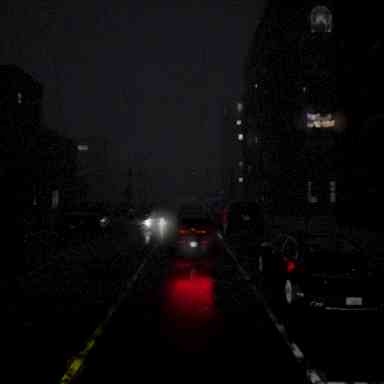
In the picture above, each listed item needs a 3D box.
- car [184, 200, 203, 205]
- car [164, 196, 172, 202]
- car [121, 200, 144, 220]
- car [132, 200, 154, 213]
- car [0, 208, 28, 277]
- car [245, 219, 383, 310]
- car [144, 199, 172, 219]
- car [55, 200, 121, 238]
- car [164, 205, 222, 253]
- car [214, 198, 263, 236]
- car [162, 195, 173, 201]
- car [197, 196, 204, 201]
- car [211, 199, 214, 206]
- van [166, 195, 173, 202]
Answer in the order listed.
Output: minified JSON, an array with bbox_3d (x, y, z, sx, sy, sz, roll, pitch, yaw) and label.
[{"bbox_3d":[-0.025,1.690,29.656,1.895,1.301,4.718,0,0,0],"label":"car"},{"bbox_3d":[-6.006,1.793,83.734,1.887,1.381,4.507,1,0,0],"label":"car"},{"bbox_3d":[-5.788,1.529,29.284,1.967,1.590,4.097,1,0,0],"label":"car"},{"bbox_3d":[-5.834,1.672,40.097,2.008,1.369,4.403,1,0,0],"label":"car"},{"bbox_3d":[-5.700,1.340,7.655,2.192,1.841,5.009,1,0,0],"label":"car"},{"bbox_3d":[2.676,1.574,7.680,2.008,1.369,4.403,1,0,0],"label":"car"},{"bbox_3d":[-3.212,1.656,30.520,1.994,1.385,4.181,0,0,0],"label":"car"},{"bbox_3d":[-5.743,1.372,18.469,2.192,1.841,5.009,1,0,0],"label":"car"},{"bbox_3d":[0.035,1.549,13.949,1.837,1.490,4.892,0,0,0],"label":"car"},{"bbox_3d":[2.637,1.371,18.495,2.192,1.841,5.009,1,0,0],"label":"car"},{"bbox_3d":[-6.059,1.776,78.052,1.887,1.381,4.507,1,0,0],"label":"car"},{"bbox_3d":[2.354,1.703,89.515,1.967,1.590,4.097,1,0,0],"label":"car"},{"bbox_3d":[2.613,1.512,23.902,1.967,1.590,4.097,1,0,0],"label":"car"},{"bbox_3d":[-6.024,1.605,89.422,1.690,1.788,3.998,1,0,0],"label":"van"}]
